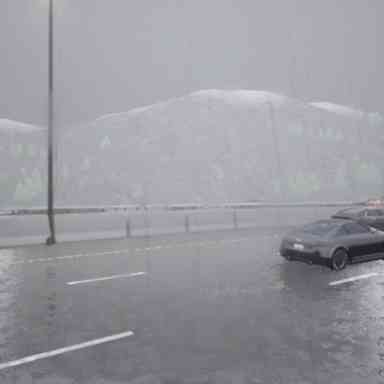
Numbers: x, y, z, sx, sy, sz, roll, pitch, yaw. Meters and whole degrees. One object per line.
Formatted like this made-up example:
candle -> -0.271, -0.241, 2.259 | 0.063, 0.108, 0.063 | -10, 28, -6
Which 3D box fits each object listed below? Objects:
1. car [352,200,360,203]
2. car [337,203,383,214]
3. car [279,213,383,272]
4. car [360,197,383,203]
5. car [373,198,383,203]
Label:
car -> 25.247, 1.580, 47.598 | 5.008, 1.535, 1.882 | 0, 0, -19
car -> 9.287, 1.542, 17.472 | 4.892, 1.490, 1.837 | 0, 0, -29
car -> 4.889, 1.586, 10.913 | 4.181, 1.385, 1.994 | 0, 0, -31
car -> 25.122, 1.449, 43.846 | 4.553, 1.767, 2.097 | 0, 0, -19
car -> 24.721, 1.694, 40.017 | 4.718, 1.301, 1.895 | 0, 0, -20
